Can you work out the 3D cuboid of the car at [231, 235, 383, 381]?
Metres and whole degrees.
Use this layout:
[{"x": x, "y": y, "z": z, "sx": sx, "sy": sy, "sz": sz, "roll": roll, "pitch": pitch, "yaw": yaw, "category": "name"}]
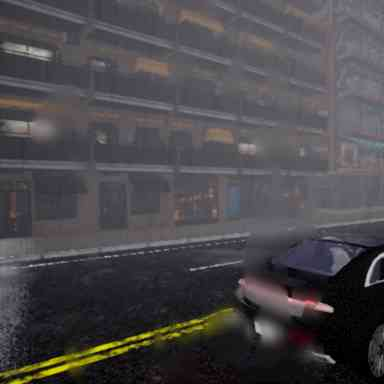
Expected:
[{"x": 2.861, "y": 1.478, "z": 5.481, "sx": 4.902, "sy": 1.511, "sz": 2.128, "roll": 0, "pitch": 0, "yaw": -35, "category": "car"}]
